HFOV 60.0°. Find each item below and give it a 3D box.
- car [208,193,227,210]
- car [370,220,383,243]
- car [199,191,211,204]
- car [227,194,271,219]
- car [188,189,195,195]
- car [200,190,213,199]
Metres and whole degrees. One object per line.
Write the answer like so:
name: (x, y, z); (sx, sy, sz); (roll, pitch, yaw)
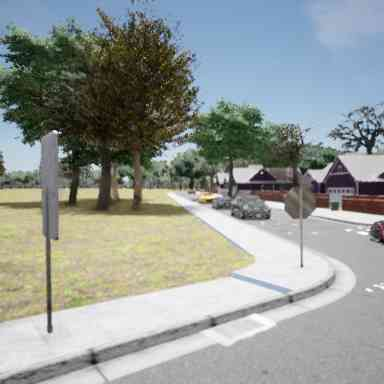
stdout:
car: (3.304, 1.087, 35.140); (1.994, 1.385, 4.181); (-1, 1, -6)
car: (8.545, 1.436, 12.345); (1.994, 1.385, 4.181); (0, 2, -2)
car: (2.082, 0.819, 46.641); (1.882, 1.535, 5.008); (-1, 1, -6)
car: (4.357, 1.030, 25.220); (2.097, 1.767, 4.553); (-1, 1, -6)
car: (-0.104, -0.034, 93.764); (1.812, 1.442, 4.674); (-1, 1, -6)
car: (2.840, 0.477, 66.256); (1.837, 1.490, 4.892); (-1, 1, -6)
